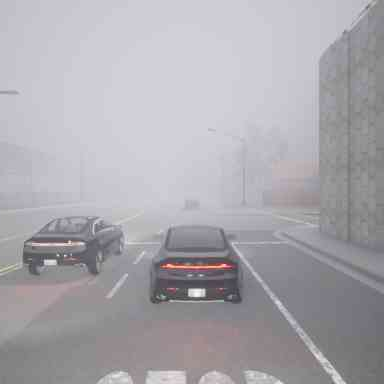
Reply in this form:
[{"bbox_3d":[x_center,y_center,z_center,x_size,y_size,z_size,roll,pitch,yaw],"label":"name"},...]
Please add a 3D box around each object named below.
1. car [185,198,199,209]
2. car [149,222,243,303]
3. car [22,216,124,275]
[{"bbox_3d":[-0.022,1.492,44.190,2.128,1.511,4.902,0,0,0],"label":"car"},{"bbox_3d":[0.079,1.505,8.200,1.837,1.490,4.892,0,0,0],"label":"car"},{"bbox_3d":[-3.429,1.492,10.468,2.128,1.511,4.902,0,0,0],"label":"car"}]
